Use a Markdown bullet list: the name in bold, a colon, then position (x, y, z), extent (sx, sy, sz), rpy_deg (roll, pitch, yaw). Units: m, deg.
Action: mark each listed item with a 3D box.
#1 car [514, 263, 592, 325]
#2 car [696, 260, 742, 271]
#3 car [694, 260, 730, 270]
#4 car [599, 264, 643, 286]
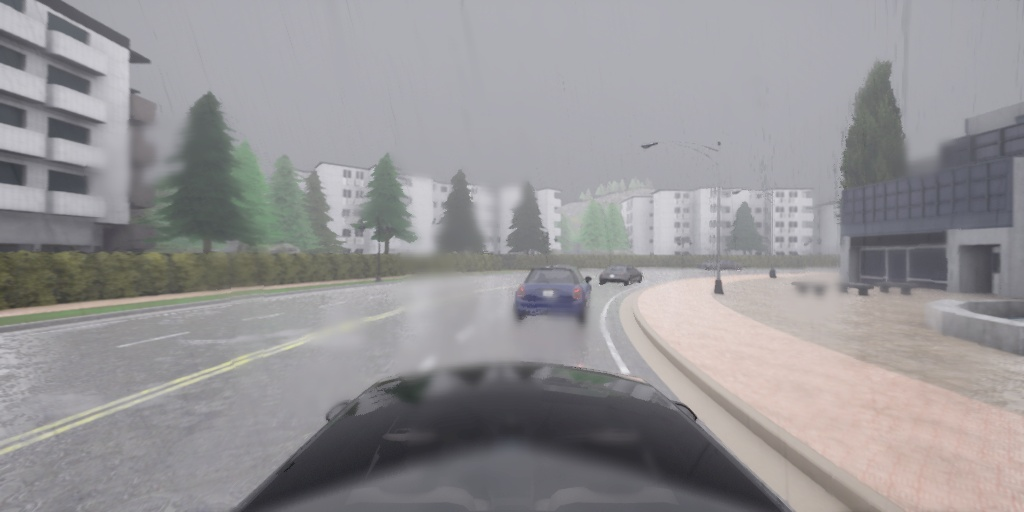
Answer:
- **car**: position (1.545, 1.073, 11.999), extent (2.097, 1.767, 4.553), rpy_deg (0, 0, 14)
- **car**: position (27.238, 1.239, 46.639), extent (5.357, 1.411, 2.033), rpy_deg (0, 0, -15)
- **car**: position (28.055, 1.246, 50.300), extent (4.181, 1.385, 1.994), rpy_deg (0, 0, -13)
- **car**: position (7.628, 1.263, 24.850), extent (1.994, 1.385, 4.181), rpy_deg (0, 0, 35)
